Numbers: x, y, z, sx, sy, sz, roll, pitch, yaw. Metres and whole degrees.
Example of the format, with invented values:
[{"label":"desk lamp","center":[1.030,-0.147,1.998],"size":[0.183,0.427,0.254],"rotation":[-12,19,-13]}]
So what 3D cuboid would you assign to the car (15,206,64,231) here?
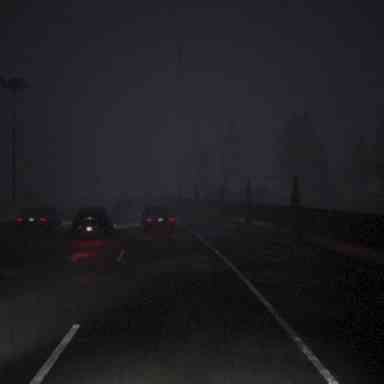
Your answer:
[{"label":"car","center":[-9.319,1.558,20.618],"size":[2.033,1.411,5.357],"rotation":[0,0,-12]}]

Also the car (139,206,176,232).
[{"label":"car","center":[-2.165,1.541,20.268],"size":[2.033,1.411,5.357],"rotation":[0,0,-11]}]

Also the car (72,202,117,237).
[{"label":"car","center":[-5.365,1.507,18.346],"size":[1.837,1.490,4.892],"rotation":[0,0,-10]}]

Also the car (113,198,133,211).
[{"label":"car","center":[-8.694,1.474,41.425],"size":[1.882,1.535,5.008],"rotation":[0,0,-22]}]
